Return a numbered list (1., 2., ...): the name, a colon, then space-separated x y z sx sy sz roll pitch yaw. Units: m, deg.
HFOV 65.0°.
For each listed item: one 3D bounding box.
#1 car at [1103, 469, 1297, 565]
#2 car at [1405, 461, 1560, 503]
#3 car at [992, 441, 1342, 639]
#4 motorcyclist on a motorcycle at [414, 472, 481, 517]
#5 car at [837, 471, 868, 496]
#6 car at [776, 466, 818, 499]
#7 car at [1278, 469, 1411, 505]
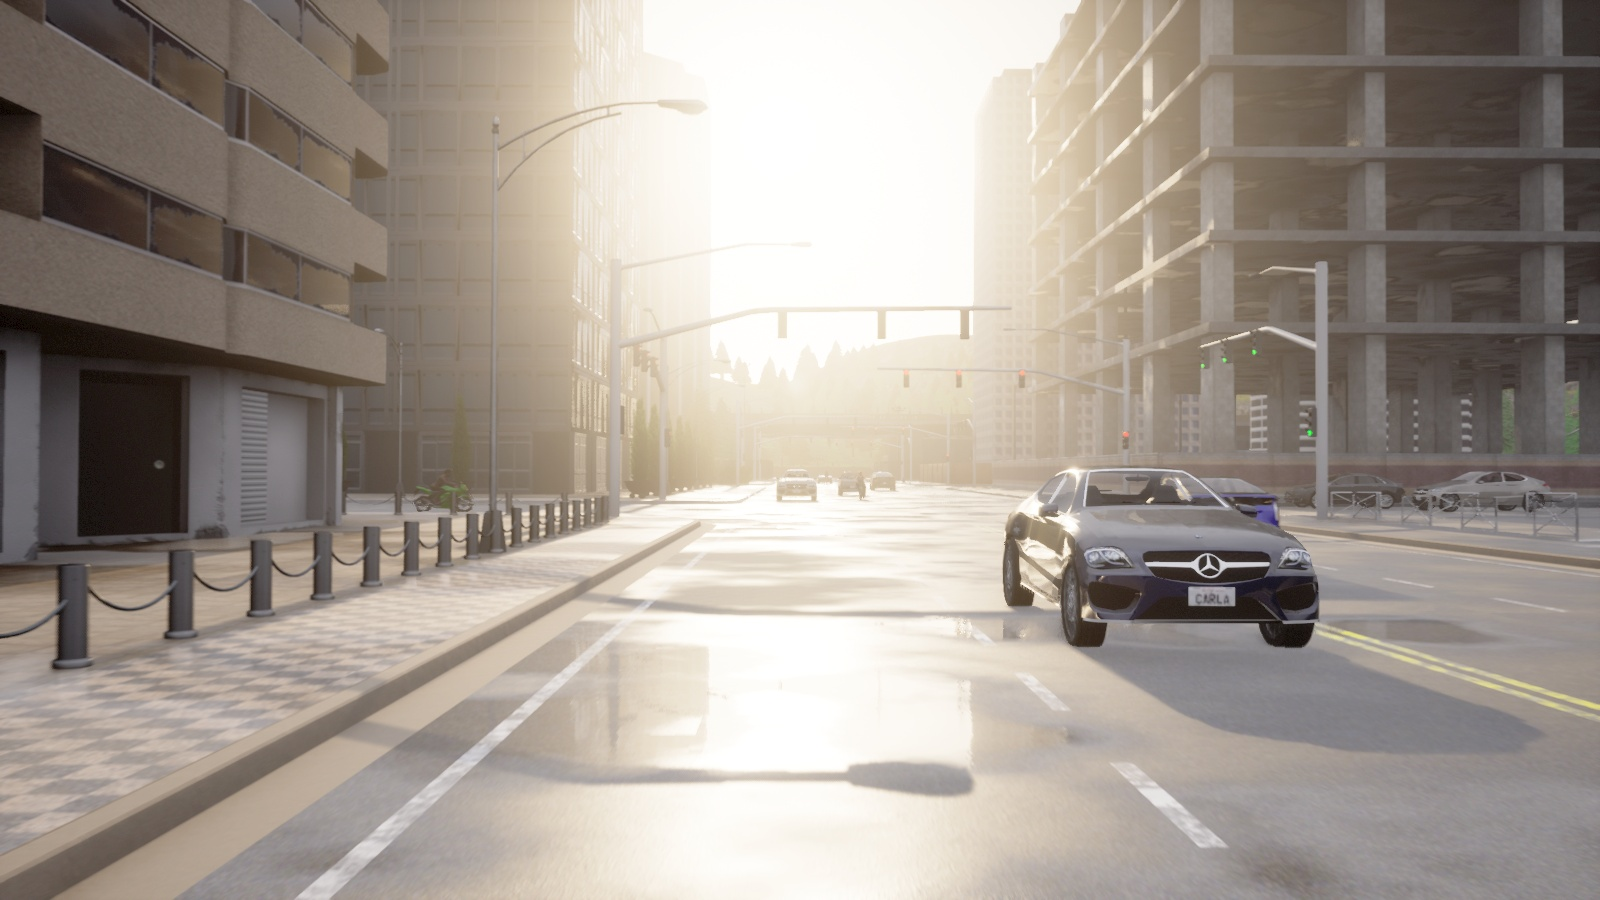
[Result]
1. car: 6.945 1.108 22.356 2.007 1.525 4.514 0 -1 0
2. car: 27.266 1.271 50.298 5.027 1.651 2.152 0 -1 0
3. car: 3.467 0.798 13.081 2.152 1.651 5.027 0 -1 0
4. motorcyclist on a motorcycle: -11.995 1.505 42.739 2.044 1.523 0.797 0 -1 -1
5. car: 3.306 2.115 79.778 1.789 1.549 3.705 0 -1 0
6. car: -0.164 1.719 67.195 2.152 1.651 5.027 0 -1 0
7. car: 23.271 1.571 53.771 4.892 1.490 1.837 0 -1 0
